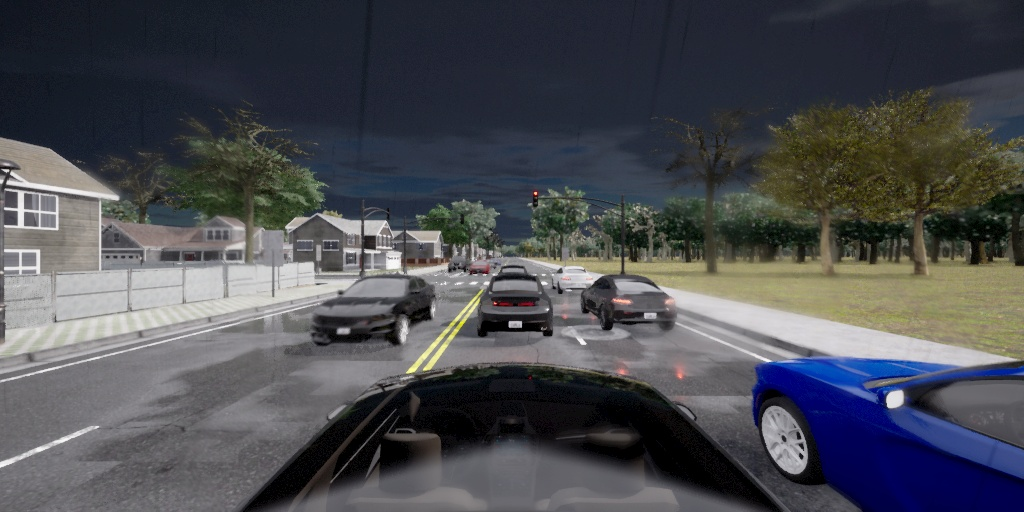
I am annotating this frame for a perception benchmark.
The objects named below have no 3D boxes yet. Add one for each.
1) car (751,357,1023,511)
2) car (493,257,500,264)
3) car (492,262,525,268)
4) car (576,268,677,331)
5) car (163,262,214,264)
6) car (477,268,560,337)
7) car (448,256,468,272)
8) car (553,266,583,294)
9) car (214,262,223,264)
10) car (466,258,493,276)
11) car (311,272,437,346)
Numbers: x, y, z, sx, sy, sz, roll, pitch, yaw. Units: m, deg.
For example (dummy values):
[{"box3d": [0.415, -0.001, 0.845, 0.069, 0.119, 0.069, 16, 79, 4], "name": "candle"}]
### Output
[{"box3d": [3.350, 1.228, 1.615, 1.882, 1.535, 5.008, 0, 0, 0], "name": "car"}, {"box3d": [-3.292, 1.226, 52.725, 2.128, 1.511, 4.902, 0, 0, 0], "name": "car"}, {"box3d": [0.074, 1.255, 19.709, 1.837, 1.490, 4.892, 0, 0, 0], "name": "car"}, {"box3d": [3.342, 1.276, 10.930, 1.812, 1.442, 4.674, 0, 0, 0], "name": "car"}, {"box3d": [-28.862, 1.323, 30.795, 4.674, 1.442, 1.812, 0, 0, 0], "name": "car"}, {"box3d": [0.091, 1.255, 10.293, 1.837, 1.490, 4.892, 0, 0, 0], "name": "car"}, {"box3d": [-6.557, 0.963, 45.087, 2.150, 2.045, 5.566, 0, 0, 0], "name": "car"}, {"box3d": [3.327, 1.276, 20.035, 1.812, 1.442, 4.674, 0, 0, 0], "name": "car"}, {"box3d": [-28.583, 1.321, 33.718, 4.674, 1.442, 1.812, 0, 0, 1], "name": "car"}, {"box3d": [-3.309, 1.224, 37.446, 1.882, 1.535, 5.008, 0, 0, 0], "name": "car"}, {"box3d": [-3.342, 1.227, 9.613, 1.882, 1.535, 5.008, 0, 0, 0], "name": "car"}]
